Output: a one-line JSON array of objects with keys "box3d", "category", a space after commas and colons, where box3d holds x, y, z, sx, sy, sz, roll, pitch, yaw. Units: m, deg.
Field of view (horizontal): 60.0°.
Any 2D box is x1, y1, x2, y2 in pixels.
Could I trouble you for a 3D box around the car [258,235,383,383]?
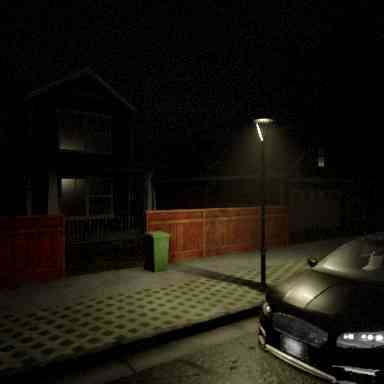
[{"box3d": [3.137, 1.492, 5.191, 4.902, 1.511, 2.128, 0, 0, -36], "category": "car"}]
